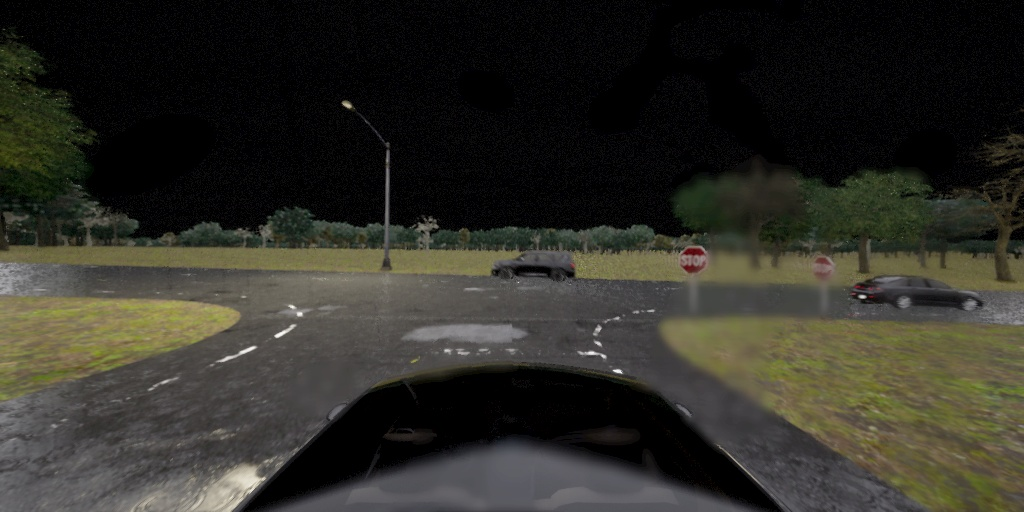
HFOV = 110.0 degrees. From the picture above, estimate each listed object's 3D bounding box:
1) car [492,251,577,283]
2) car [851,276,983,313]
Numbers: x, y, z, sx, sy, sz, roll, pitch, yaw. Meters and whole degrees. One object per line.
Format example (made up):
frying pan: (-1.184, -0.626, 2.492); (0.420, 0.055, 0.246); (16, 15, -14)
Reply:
car: (1.461, 0.688, 23.753); (5.566, 2.045, 2.150); (2, 1, 0)
car: (18.735, 1.722, 16.689); (4.892, 1.490, 1.837); (2, 2, 0)
